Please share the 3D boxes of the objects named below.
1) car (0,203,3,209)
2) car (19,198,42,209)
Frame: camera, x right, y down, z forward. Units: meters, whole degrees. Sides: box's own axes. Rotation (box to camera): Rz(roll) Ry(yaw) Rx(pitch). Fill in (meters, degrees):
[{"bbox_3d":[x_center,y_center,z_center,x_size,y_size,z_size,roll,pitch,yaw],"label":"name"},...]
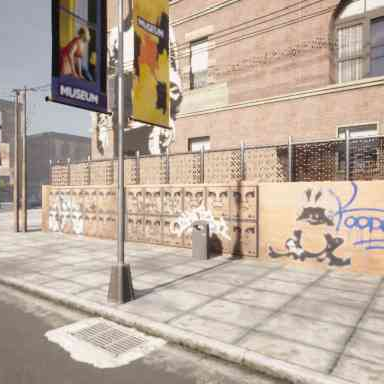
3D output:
[{"bbox_3d":[-25.905,1.526,41.576,1.812,1.442,4.674,0,0,8],"label":"car"},{"bbox_3d":[-21.637,1.526,44.700,1.812,1.442,4.674,0,0,15],"label":"car"}]
